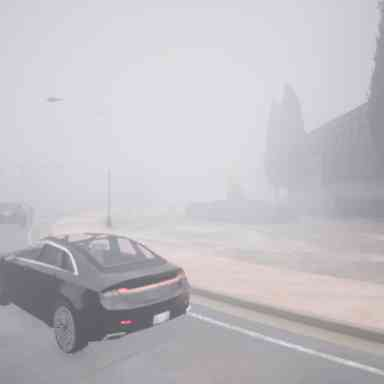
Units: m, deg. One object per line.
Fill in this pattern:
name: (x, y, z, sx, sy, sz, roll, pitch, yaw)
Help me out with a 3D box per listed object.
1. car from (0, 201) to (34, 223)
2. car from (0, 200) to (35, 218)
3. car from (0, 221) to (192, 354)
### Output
car: (-12.409, 1.438, 23.165, 2.097, 1.767, 4.553, 1, 0, -18)
car: (-17.594, 1.600, 33.057, 1.882, 1.535, 5.008, 0, 0, -4)
car: (-2.179, 1.525, 6.269, 4.902, 1.511, 2.128, 0, 0, 43)
